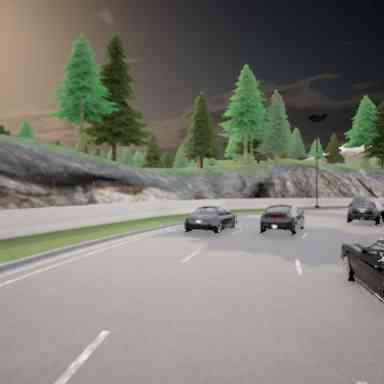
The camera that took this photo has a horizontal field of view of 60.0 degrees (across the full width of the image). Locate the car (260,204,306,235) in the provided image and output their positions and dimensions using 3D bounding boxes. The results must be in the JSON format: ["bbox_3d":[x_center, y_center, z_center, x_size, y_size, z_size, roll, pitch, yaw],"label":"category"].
[{"bbox_3d":[5.194,1.472,18.863,1.837,1.490,4.892,0,0,26],"label":"car"}]

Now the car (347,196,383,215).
[{"bbox_3d":[18.131,1.355,34.348,4.553,1.767,2.097,0,0,-38],"label":"car"}]

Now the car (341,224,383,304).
[{"bbox_3d":[4.504,1.608,6.724,1.895,1.301,4.718,0,0,11],"label":"car"}]

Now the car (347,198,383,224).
[{"bbox_3d":[13.142,1.355,24.771,2.097,1.767,4.553,1,0,38],"label":"car"}]

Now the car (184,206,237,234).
[{"bbox_3d":[1.170,1.499,19.182,1.994,1.385,4.181,0,0,24],"label":"car"}]
